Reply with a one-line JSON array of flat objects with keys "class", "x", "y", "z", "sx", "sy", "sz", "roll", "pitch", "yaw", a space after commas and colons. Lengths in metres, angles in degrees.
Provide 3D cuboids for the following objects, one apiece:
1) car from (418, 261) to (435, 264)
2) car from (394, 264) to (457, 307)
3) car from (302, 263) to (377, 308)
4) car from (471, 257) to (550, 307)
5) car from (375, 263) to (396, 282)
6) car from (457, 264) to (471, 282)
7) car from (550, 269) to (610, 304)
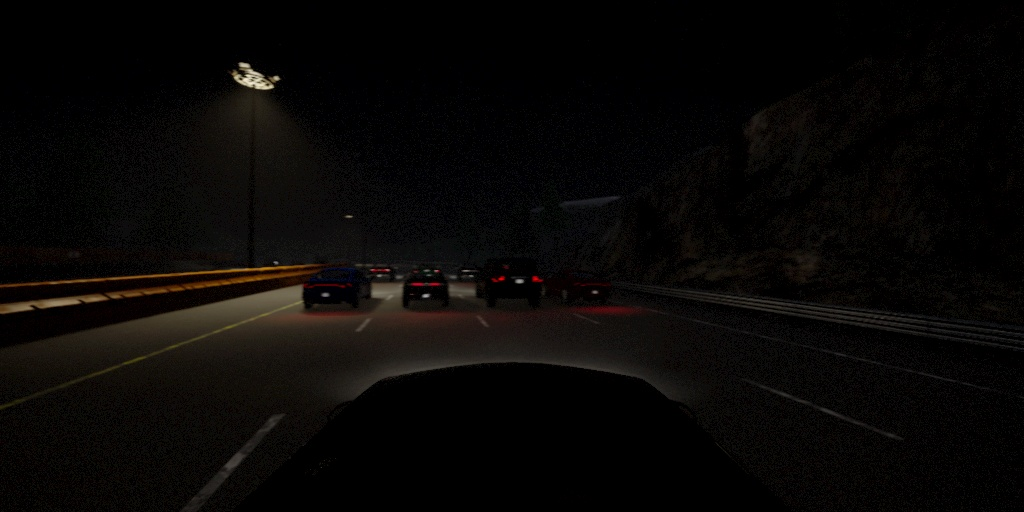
[{"class": "car", "x": -7.191, "y": 1.223, "z": 30.279, "sx": 2.097, "sy": 1.767, "sz": 4.553, "roll": 1, "pitch": -1, "yaw": -13}, {"class": "car", "x": -3.793, "y": 1.301, "z": 15.889, "sx": 2.128, "sy": 1.511, "sz": 4.902, "roll": 1, "pitch": 0, "yaw": -13}, {"class": "car", "x": -7.238, "y": 1.237, "z": 15.259, "sx": 1.882, "sy": 1.535, "sz": 5.008, "roll": 1, "pitch": 0, "yaw": -13}, {"class": "car", "x": -0.321, "y": 1.073, "z": 16.418, "sx": 2.150, "sy": 2.045, "sz": 5.566, "roll": 1, "pitch": 0, "yaw": -13}, {"class": "car", "x": -10.648, "y": 1.317, "z": 29.679, "sx": 2.128, "sy": 1.511, "sz": 4.902, "roll": 1, "pitch": 0, "yaw": -13}, {"class": "car", "x": -3.835, "y": 1.416, "z": 31.280, "sx": 2.128, "sy": 1.511, "sz": 4.902, "roll": 1, "pitch": 0, "yaw": -13}, {"class": "car", "x": 2.978, "y": 1.386, "z": 17.681, "sx": 1.882, "sy": 1.535, "sz": 5.008, "roll": 1, "pitch": 0, "yaw": -13}]
